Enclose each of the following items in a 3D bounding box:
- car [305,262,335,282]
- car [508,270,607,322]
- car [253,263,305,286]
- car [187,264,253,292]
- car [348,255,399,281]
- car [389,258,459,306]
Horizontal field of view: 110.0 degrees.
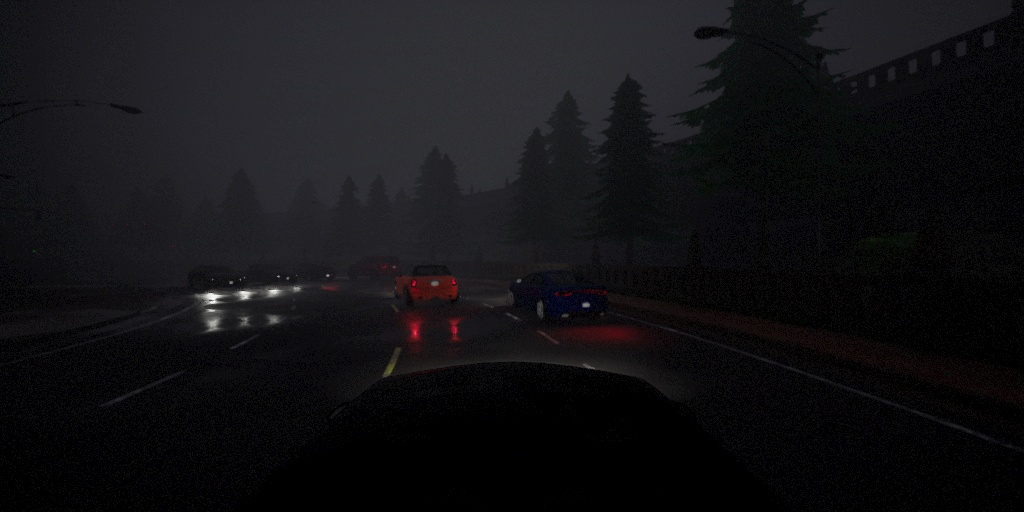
[{"bbox_3d":[-16.395,1.265,29.172,4.892,1.490,1.837,0,-1,32],"label":"car"},{"bbox_3d":[1.339,1.225,12.445,1.882,1.535,5.008,0,0,-17],"label":"car"},{"bbox_3d":[-17.091,1.267,25.345,4.892,1.490,1.837,0,-1,32],"label":"car"},{"bbox_3d":[-17.994,1.268,21.796,4.892,1.490,1.837,0,-1,34],"label":"car"},{"bbox_3d":[-11.563,0.978,30.231,5.566,2.045,2.150,0,0,37],"label":"car"},{"bbox_3d":[-3.973,1.105,16.025,2.097,1.767,4.553,0,0,-26],"label":"car"}]
